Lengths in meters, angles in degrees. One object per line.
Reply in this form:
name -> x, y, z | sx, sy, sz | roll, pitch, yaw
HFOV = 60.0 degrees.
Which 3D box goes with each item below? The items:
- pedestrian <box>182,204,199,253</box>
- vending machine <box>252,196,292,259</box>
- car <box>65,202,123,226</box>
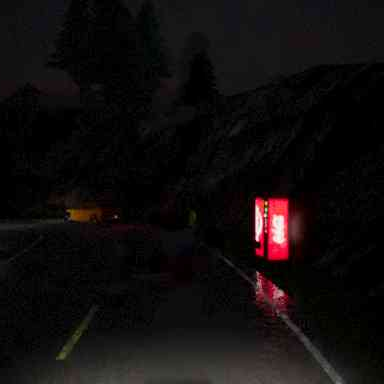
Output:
pedestrian -> -0.043, 1.288, 12.205 | 0.375, 1.860, 0.375 | 0, 0, -11
vending machine -> 2.781, 1.189, 11.595 | 1.100, 2.100, 0.880 | 0, 0, -10
car -> -7.006, 1.465, 23.474 | 5.008, 1.535, 1.882 | 0, 0, 38
